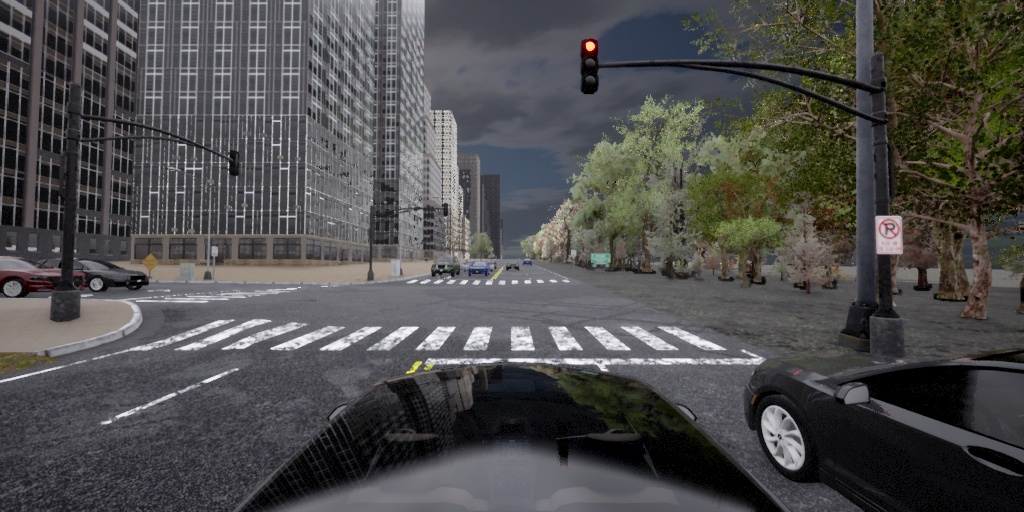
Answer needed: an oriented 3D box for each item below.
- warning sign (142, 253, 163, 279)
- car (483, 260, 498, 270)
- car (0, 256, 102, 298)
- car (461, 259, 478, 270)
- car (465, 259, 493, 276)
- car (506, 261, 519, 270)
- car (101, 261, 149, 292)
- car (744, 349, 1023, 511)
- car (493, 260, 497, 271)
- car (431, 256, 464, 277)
[{"bbox_3d":[-26.158,0.734,25.879,1.060,1.860,1.300,0,0,-4],"label":"warning sign"},{"bbox_3d":[-3.338,1.332,56.618,2.033,1.411,5.357,0,0,0],"label":"car"},{"bbox_3d":[-19.373,0.745,13.594,5.008,1.535,1.882,1,-2,-3],"label":"car"},{"bbox_3d":[-6.582,1.276,56.366,2.128,1.511,4.902,0,0,0],"label":"car"},{"bbox_3d":[-3.342,1.250,37.078,1.882,1.535,5.008,0,0,0],"label":"car"},{"bbox_3d":[0.105,1.384,53.146,1.895,1.301,4.718,0,0,0],"label":"car"},{"bbox_3d":[-20.054,0.881,16.809,4.892,1.490,1.837,1,-2,-4],"label":"car"},{"bbox_3d":[3.348,1.248,1.788,1.837,1.490,4.892,-1,0,0],"label":"car"},{"bbox_3d":[-3.345,1.379,46.403,1.895,1.301,4.718,0,0,0],"label":"car"},{"bbox_3d":[-6.598,0.993,36.222,2.150,2.045,5.566,0,0,0],"label":"car"}]
